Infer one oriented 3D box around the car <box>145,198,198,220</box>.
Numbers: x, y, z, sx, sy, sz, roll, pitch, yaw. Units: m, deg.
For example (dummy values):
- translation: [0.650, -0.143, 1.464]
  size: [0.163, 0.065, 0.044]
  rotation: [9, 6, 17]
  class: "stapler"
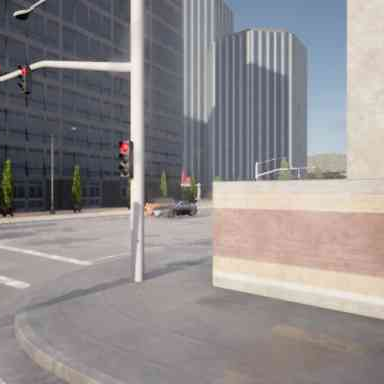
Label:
- translation: [-1.435, 1.540, 29.013]
  size: [2.128, 1.511, 4.902]
  rotation: [0, 0, 36]
  class: "car"
